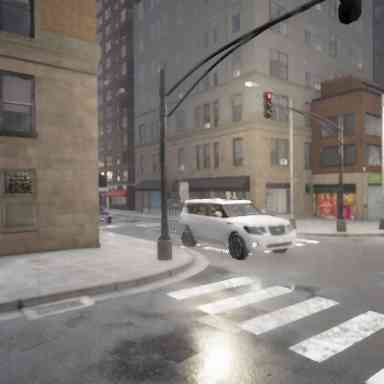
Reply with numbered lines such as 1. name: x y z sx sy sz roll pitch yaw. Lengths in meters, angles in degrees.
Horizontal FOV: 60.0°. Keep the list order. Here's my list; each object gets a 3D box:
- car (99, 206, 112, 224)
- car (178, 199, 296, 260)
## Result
1. car: -7.978 1.751 26.343 1.812 1.442 4.674 -1 0 -37
2. car: 1.466 1.295 13.248 2.150 2.045 5.566 0 -1 -31
